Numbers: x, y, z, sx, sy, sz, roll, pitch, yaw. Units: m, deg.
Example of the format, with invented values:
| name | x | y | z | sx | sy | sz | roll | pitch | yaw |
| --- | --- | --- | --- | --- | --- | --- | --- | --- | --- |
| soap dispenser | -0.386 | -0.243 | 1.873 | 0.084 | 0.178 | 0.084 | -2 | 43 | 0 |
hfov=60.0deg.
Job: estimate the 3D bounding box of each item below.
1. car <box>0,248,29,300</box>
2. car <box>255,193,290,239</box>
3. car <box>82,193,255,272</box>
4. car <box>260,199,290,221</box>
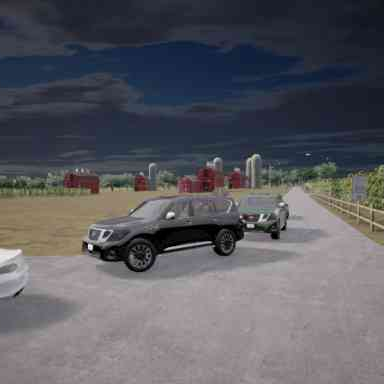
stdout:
| name | x | y | z | sx | sy | sz | roll | pitch | yaw |
| --- | --- | --- | --- | --- | --- | --- | --- | --- | --- |
| car | -5.592 | 1.617 | 6.079 | 4.674 | 1.442 | 1.812 | -2 | 1 | -19 |
| car | 3.496 | 1.070 | 16.805 | 2.150 | 2.045 | 5.566 | 0 | 0 | 21 |
| car | -0.676 | 1.143 | 10.947 | 5.566 | 2.045 | 2.150 | -1 | 1 | -39 |
| car | 6.443 | 1.326 | 25.578 | 1.994 | 1.385 | 4.181 | 0 | 0 | 18 |
